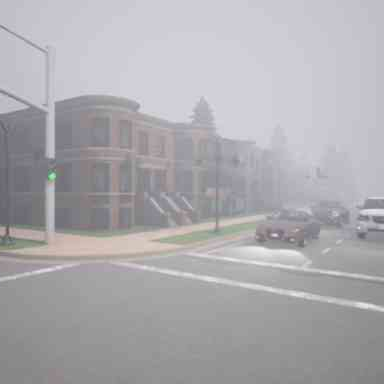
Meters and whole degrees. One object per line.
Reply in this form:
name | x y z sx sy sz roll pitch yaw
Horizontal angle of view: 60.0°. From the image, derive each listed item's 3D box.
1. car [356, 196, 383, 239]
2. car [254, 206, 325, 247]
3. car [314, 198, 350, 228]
car | 9.856 1.214 16.975 2.150 2.045 5.566 0 0 33
car | 4.381 1.539 14.972 1.994 1.385 4.181 0 0 33
car | 9.092 1.326 22.189 2.097 1.767 4.553 0 0 33
